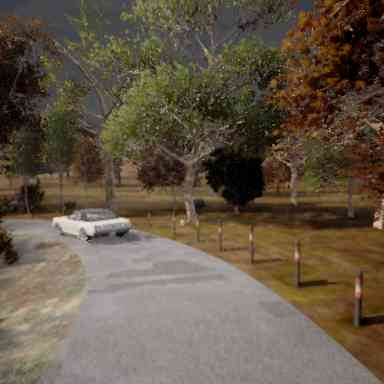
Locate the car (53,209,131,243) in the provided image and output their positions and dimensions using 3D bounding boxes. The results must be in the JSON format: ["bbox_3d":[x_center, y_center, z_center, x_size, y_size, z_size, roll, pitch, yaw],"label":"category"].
[{"bbox_3d":[-4.923,1.476,15.824,1.895,1.301,4.718,-4,3,-43],"label":"car"}]
